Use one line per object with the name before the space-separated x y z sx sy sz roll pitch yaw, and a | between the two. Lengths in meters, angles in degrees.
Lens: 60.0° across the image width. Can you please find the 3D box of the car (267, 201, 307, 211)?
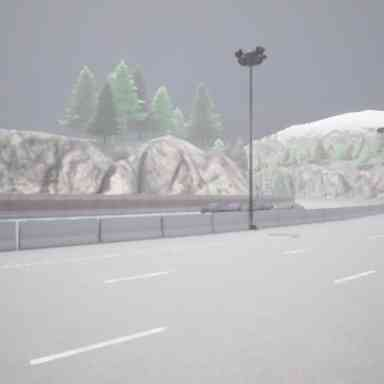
car | 10.374 1.890 35.331 1.882 1.535 5.008 0 -1 45

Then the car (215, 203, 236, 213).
car | 5.619 2.001 40.466 2.033 1.411 5.357 0 -1 44

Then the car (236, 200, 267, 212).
car | 7.483 1.775 37.410 4.553 1.767 2.097 1 -1 -45

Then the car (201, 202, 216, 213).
car | 3.029 2.041 42.827 1.994 1.385 4.181 0 -1 45
